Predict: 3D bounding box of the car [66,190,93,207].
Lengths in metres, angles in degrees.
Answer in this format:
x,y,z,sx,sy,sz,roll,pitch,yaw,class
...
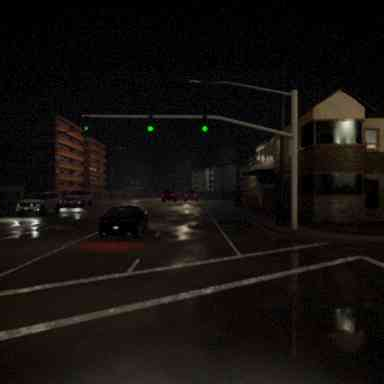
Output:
x,y,z,sx,sy,sz,roll,pitch,yaw,class
-14.148,0.745,41.776,2.150,2.045,5.566,0,1,0,car

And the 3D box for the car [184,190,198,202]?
x,y,z,sx,sy,sz,roll,pitch,yaw,class
-0.195,0.618,54.396,2.150,2.045,5.566,0,0,0,car

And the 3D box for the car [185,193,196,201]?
x,y,z,sx,sy,sz,roll,pitch,yaw,class
-0.234,0.953,64.794,2.128,1.511,4.902,0,-1,0,car

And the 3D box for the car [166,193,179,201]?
x,y,z,sx,sy,sz,roll,pitch,yaw,class
-3.734,0.949,64.780,2.128,1.511,4.902,0,-1,0,car

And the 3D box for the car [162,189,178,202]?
x,y,z,sx,sy,sz,roll,pitch,yaw,class
-3.694,0.614,54.085,2.150,2.045,5.566,0,0,0,car

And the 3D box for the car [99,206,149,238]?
x,y,z,sx,sy,sz,roll,pitch,yaw,class
-3.458,1.463,17.545,1.882,1.535,5.008,0,0,0,car

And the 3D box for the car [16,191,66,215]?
x,y,z,sx,sy,sz,roll,pitch,yaw,class
-14.128,1.000,31.039,2.150,2.045,5.566,0,1,0,car
